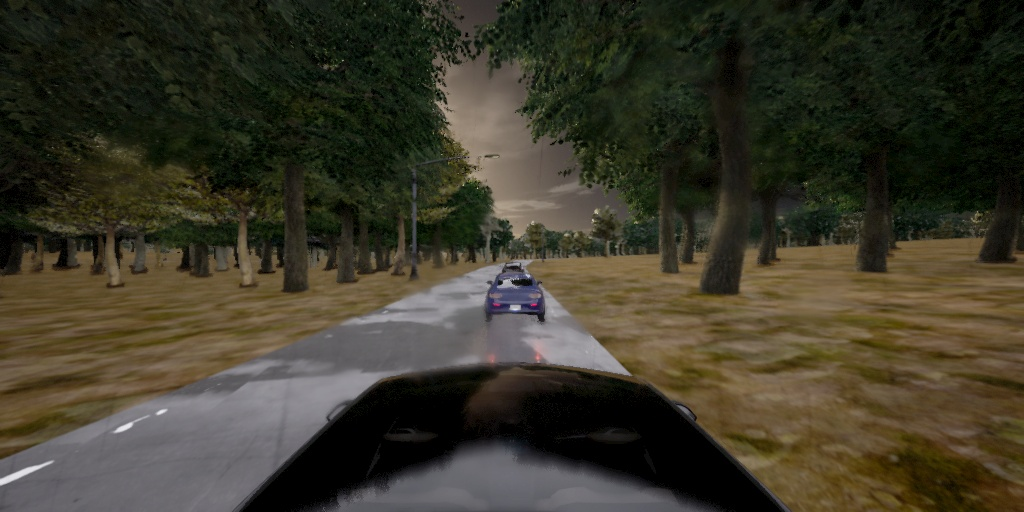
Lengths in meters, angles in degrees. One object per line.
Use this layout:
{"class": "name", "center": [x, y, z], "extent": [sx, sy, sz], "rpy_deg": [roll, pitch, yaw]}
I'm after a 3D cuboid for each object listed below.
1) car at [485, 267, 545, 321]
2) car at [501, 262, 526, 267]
{"class": "car", "center": [0.097, 1.274, 12.343], "extent": [1.812, 1.442, 4.674], "rpy_deg": [0, 0, 0]}
{"class": "car", "center": [0.093, 1.243, 30.254], "extent": [1.837, 1.490, 4.892], "rpy_deg": [0, 0, 0]}
